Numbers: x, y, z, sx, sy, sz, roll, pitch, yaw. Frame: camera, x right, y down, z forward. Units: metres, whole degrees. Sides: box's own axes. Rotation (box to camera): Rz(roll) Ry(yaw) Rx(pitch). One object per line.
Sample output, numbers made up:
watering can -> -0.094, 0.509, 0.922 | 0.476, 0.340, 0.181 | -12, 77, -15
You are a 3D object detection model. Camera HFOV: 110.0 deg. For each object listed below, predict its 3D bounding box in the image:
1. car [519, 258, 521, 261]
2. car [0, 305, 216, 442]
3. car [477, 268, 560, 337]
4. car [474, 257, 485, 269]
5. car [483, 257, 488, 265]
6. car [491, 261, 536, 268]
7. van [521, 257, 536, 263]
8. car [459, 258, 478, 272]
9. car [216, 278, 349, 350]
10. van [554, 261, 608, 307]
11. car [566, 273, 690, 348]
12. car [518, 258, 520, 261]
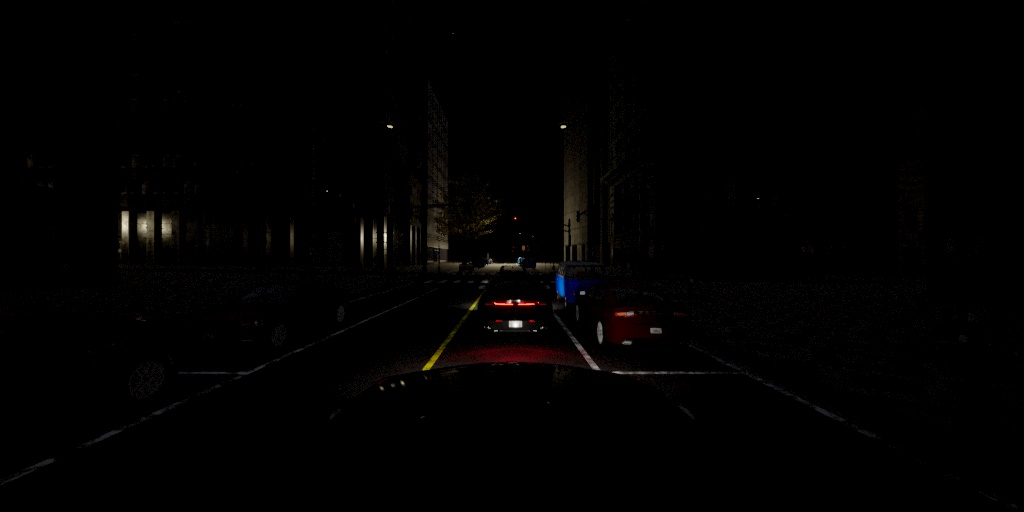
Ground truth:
car -> 2.578, 1.347, 58.026 | 1.948, 1.339, 4.313 | 0, 0, 0
car -> -5.782, 1.295, 3.569 | 1.888, 1.381, 4.507 | 0, 0, 0
car -> 0.074, 1.256, 10.339 | 1.837, 1.490, 4.892 | 0, 0, 0
car -> -5.946, 1.326, 57.767 | 1.888, 1.381, 4.507 | 0, 0, 0
car -> -5.964, 1.102, 63.056 | 2.192, 1.841, 5.009 | 0, 0, 0
car -> 0.047, 1.246, 19.758 | 2.128, 1.511, 4.902 | 0, 0, -1
van -> 2.596, 1.117, 52.613 | 1.690, 1.789, 3.998 | 0, 0, 0
car -> -5.917, 1.297, 47.017 | 1.751, 1.417, 4.829 | 0, 0, 0
car -> -5.802, 1.296, 9.094 | 1.888, 1.381, 4.507 | 0, 0, 0
van -> 2.736, 1.093, 14.629 | 1.690, 1.789, 3.998 | 0, 0, 0
car -> 2.753, 1.296, 9.104 | 1.888, 1.381, 4.507 | 0, 0, 0
car -> 2.560, 1.332, 63.439 | 1.888, 1.381, 4.507 | 0, 0, 0
